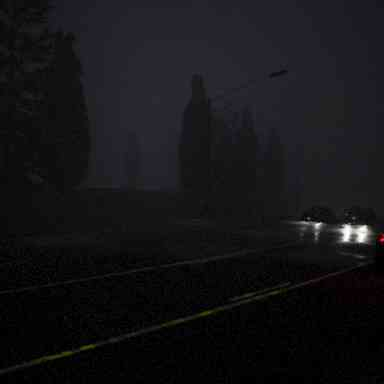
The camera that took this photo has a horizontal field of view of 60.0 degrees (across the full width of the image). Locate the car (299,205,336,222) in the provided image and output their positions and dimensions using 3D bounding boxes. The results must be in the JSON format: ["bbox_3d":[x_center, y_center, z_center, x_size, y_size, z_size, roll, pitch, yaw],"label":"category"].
[{"bbox_3d":[11.349,1.888,29.744,2.033,1.411,5.357,0,-2,38],"label":"car"}]

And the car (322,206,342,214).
[{"bbox_3d":[28.363,3.578,67.560,2.033,1.411,5.357,1,-2,4],"label":"car"}]

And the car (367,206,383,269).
[{"bbox_3d":[7.399,1.374,10.065,4.553,1.767,2.097,1,0,-41],"label":"car"}]

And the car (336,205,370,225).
[{"bbox_3d":[13.969,1.843,27.534,2.128,1.511,4.902,0,-2,38],"label":"car"}]

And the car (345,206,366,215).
[{"bbox_3d":[31.610,3.531,64.557,2.128,1.511,4.902,1,-2,6],"label":"car"}]
